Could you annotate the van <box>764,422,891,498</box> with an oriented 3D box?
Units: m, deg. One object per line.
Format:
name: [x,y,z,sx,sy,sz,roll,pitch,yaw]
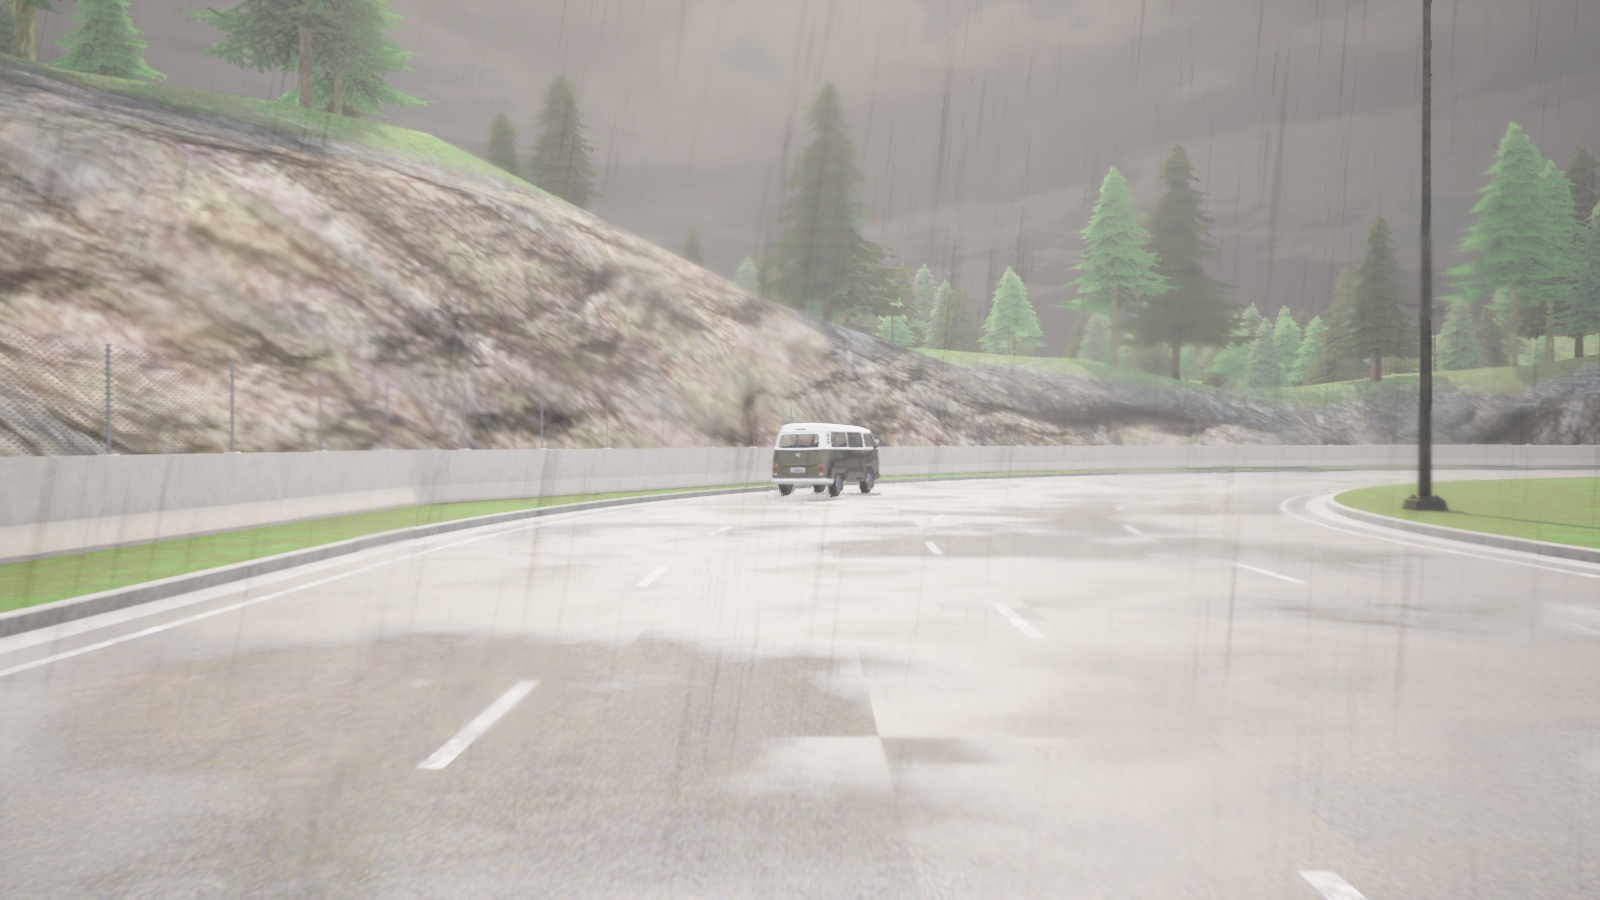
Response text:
van: [0.878,0.267,36.131,2.069,2.038,4.480,0,0,24]
